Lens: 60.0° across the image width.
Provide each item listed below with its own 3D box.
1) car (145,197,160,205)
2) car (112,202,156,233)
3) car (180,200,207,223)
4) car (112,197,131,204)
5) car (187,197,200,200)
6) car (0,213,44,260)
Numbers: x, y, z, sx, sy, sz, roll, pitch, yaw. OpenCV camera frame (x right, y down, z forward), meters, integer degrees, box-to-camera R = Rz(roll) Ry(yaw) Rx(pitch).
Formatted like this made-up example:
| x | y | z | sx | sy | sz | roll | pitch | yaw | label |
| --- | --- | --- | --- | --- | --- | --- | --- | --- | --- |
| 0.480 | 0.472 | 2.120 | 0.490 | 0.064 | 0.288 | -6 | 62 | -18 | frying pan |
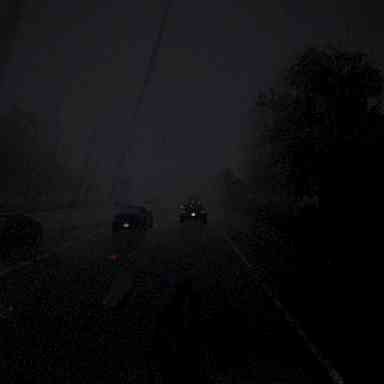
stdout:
| x | y | z | sx | sy | sz | roll | pitch | yaw | label |
| --- | --- | --- | --- | --- | --- | --- | --- | --- | --- |
| -6.563 | 1.540 | 55.623 | 2.033 | 1.411 | 5.357 | 0 | 0 | 3 | car |
| -3.401 | 1.523 | 19.493 | 1.812 | 1.442 | 4.674 | 0 | 0 | 0 | car |
| 0.097 | 1.561 | 25.503 | 1.994 | 1.385 | 4.181 | 0 | 0 | 0 | car |
| -10.346 | 1.471 | 48.883 | 1.882 | 1.535 | 5.008 | 0 | 0 | 2 | car |
| 0.182 | 1.348 | 41.988 | 2.097 | 1.767 | 4.553 | 0 | 0 | 1 | car |
| -7.088 | 1.524 | 12.153 | 1.812 | 1.442 | 4.674 | 0 | 0 | 0 | car |
